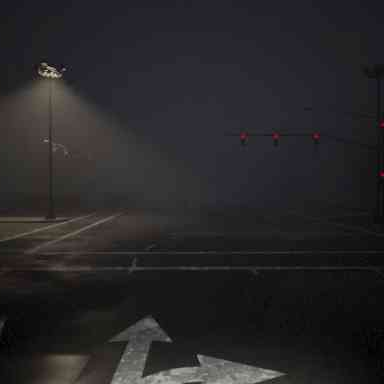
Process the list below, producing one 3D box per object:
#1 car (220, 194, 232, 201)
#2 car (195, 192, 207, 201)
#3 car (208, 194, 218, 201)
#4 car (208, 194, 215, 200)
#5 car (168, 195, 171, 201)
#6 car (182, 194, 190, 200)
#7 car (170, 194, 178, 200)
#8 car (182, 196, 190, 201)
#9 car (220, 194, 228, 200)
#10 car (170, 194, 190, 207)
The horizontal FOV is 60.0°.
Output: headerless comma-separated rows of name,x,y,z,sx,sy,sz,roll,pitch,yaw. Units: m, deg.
car,8.928,1.532,83.343,2.033,1.411,5.357,0,0,0
car,1.928,1.217,83.414,2.150,2.045,5.566,0,0,0
car,5.433,1.589,84.227,1.895,1.301,4.718,0,0,0
car,5.484,1.356,92.950,1.812,1.442,4.674,0,0,0
car,-5.067,1.494,84.258,1.837,1.490,4.892,0,0,0
car,-1.516,1.356,92.991,2.128,1.511,4.902,0,0,0
car,-5.016,1.384,93.012,1.994,1.385,4.181,0,0,0
car,-1.569,1.588,83.851,1.895,1.301,4.718,0,0,0
car,8.984,1.356,92.930,1.812,1.442,4.674,0,0,0
car,-1.755,1.491,51.959,2.128,1.511,4.902,0,0,0
